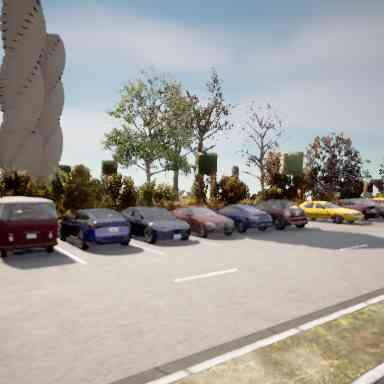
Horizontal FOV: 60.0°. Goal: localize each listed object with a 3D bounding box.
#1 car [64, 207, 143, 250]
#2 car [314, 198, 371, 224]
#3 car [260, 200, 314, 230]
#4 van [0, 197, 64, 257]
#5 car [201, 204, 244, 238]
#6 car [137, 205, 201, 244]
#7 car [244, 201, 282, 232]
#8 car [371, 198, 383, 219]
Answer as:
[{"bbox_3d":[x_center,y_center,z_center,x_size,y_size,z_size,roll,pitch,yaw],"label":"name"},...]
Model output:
[{"bbox_3d":[-4.260,1.457,14.278,2.163,1.488,4.792,0,0,-35],"label":"car"},{"bbox_3d":[9.336,1.342,23.680,1.946,1.575,5.366,-1,0,-35],"label":"car"},{"bbox_3d":[4.760,1.263,20.617,2.185,1.767,4.553,0,0,-35],"label":"car"},{"bbox_3d":[-6.554,1.204,12.754,1.878,1.987,4.442,0,0,-35],"label":"van"},{"bbox_3d":[0.247,1.454,17.449,2.002,1.452,4.674,0,0,-35],"label":"car"},{"bbox_3d":[-1.983,1.454,15.825,2.163,1.488,4.792,0,0,-35],"label":"car"},{"bbox_3d":[2.494,1.442,19.041,2.002,1.452,4.674,0,0,-35],"label":"car"},{"bbox_3d":[11.461,1.350,25.455,2.163,1.488,4.792,-1,0,-35],"label":"car"}]
